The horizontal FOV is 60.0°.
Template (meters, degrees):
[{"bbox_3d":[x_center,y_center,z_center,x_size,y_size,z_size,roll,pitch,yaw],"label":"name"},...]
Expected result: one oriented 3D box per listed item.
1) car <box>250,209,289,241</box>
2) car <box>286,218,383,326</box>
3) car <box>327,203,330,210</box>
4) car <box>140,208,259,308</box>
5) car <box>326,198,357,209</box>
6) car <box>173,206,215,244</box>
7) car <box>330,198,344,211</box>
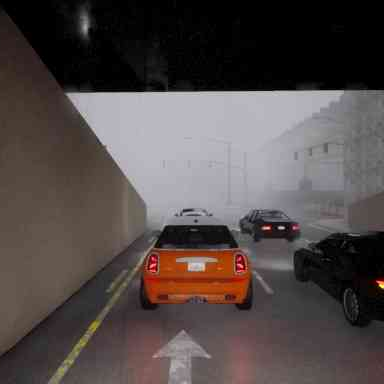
[{"bbox_3d":[3.626,1.547,16.406,2.033,1.411,5.357,0,0,-3],"label":"car"},{"bbox_3d":[3.584,1.526,6.914,1.812,1.442,4.674,0,0,0],"label":"car"},{"bbox_3d":[17.522,1.453,38.907,2.038,1.542,4.974,0,0,45],"label":"car"},{"bbox_3d":[0.086,1.352,8.057,2.097,1.767,4.553,0,0,0],"label":"car"},{"bbox_3d":[17.558,1.295,38.944,1.853,1.218,4.536,0,0,45],"label":"car"},{"bbox_3d":[0.093,1.526,16.735,1.812,1.442,4.674,0,0,0],"label":"car"},{"bbox_3d":[17.419,1.453,34.300,2.038,1.542,4.974,0,0,-35],"label":"car"}]
